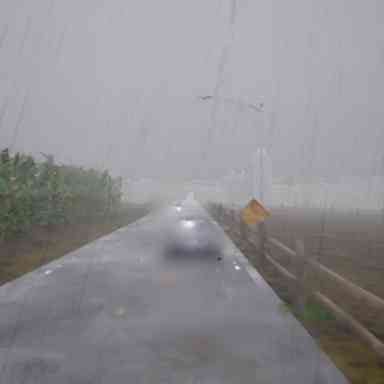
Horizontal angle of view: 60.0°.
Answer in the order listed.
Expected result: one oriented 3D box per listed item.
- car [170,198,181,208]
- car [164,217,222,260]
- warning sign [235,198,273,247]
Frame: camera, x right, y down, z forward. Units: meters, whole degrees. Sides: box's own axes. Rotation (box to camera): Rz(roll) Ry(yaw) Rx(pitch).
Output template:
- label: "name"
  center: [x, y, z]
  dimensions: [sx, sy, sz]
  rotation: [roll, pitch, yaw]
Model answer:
- label: "car"
  center: [-2.805, 1.858, 57.101]
  dimensions: [2.128, 1.511, 4.902]
  rotation: [0, 0, 0]
- label: "car"
  center: [0.047, 1.626, 12.671]
  dimensions: [1.994, 1.385, 4.181]
  rotation: [0, 0, 1]
- label: "warning sign"
  center: [2.462, 1.180, 13.333]
  dimensions: [1.300, 1.860, 1.060]
  rotation: [1, 0, 0]
